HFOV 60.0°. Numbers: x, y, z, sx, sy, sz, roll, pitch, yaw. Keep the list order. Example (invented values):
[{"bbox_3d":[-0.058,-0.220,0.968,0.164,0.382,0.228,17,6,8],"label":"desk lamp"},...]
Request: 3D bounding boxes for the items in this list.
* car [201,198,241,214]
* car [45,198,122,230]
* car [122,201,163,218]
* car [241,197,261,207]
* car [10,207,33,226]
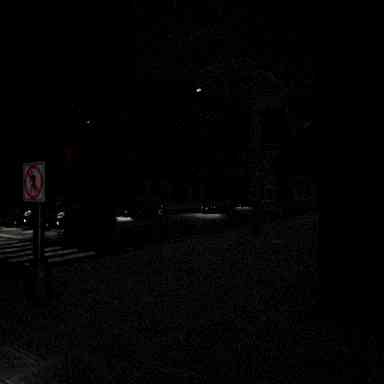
[{"bbox_3d":[2.805,1.379,34.398,1.837,1.490,4.892,0,0,35],"label":"car"},{"bbox_3d":[-6.928,1.299,20.650,2.097,1.767,4.553,0,0,35],"label":"car"},{"bbox_3d":[-4.469,1.478,29.760,1.994,1.385,4.181,0,0,35],"label":"car"},{"bbox_3d":[8.082,1.370,47.398,2.033,1.411,5.357,0,0,36],"label":"car"},{"bbox_3d":[-9.653,1.304,22.428,2.097,1.767,4.553,0,0,35],"label":"car"}]
